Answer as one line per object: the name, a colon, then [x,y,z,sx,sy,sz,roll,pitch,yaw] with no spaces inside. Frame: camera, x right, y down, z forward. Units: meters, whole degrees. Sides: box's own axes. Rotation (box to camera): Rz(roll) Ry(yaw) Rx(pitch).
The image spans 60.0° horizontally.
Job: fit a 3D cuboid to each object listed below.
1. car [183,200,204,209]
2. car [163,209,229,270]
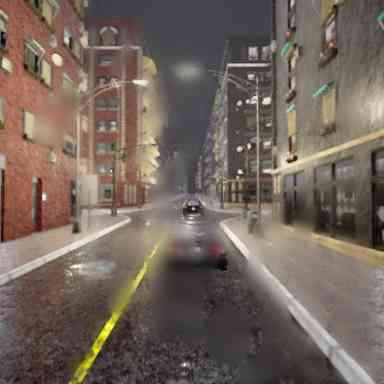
car: [0.135,1.483,32.422,1.994,1.385,4.181,0,0,0]
car: [0.110,1.524,10.859,2.033,1.411,5.357,0,0,0]
